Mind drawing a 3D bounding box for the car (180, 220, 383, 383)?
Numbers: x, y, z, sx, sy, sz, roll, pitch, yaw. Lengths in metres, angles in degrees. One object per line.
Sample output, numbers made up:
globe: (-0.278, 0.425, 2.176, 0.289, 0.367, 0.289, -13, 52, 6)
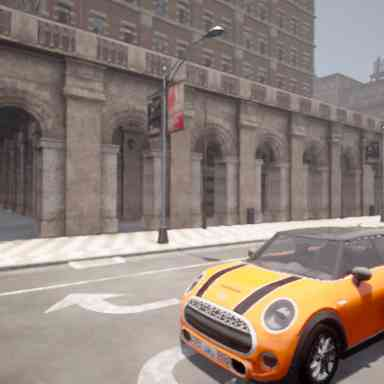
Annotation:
car: (2.035, 1.403, 5.477, 4.553, 1.767, 2.097, 1, 0, -36)
